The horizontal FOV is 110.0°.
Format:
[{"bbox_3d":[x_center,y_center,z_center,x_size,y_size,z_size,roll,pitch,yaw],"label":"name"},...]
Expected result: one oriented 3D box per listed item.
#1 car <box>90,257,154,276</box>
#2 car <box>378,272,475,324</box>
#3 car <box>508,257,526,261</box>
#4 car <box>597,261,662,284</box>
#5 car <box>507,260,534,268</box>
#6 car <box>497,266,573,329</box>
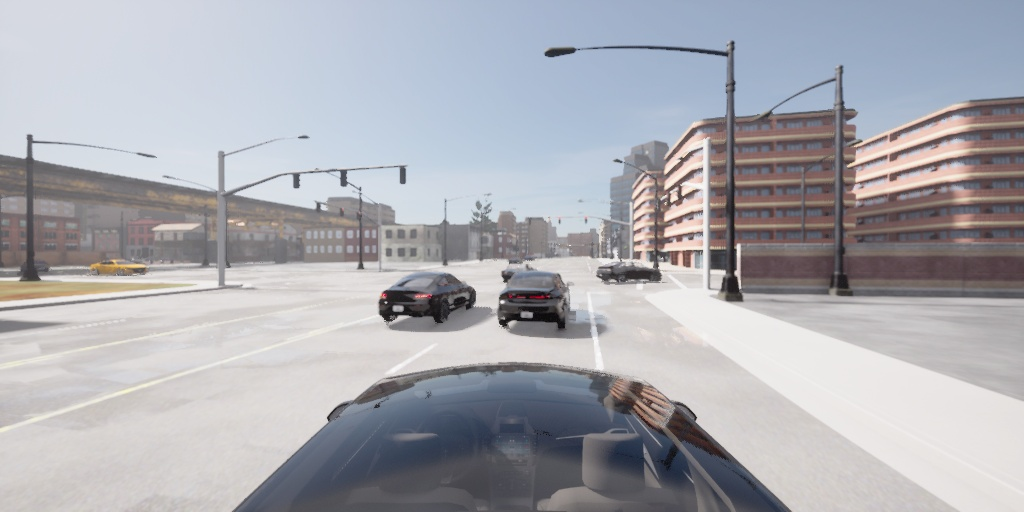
[{"bbox_3d":[-37.836,1.112,34.558,5.008,1.535,1.882,0,0,11],"label":"car"},{"bbox_3d":[-2.619,1.238,11.856,1.812,1.442,4.674,0,0,11],"label":"car"},{"bbox_3d":[0.577,0.802,61.724,1.895,1.301,4.718,0,1,12],"label":"car"},{"bbox_3d":[8.417,1.132,25.638,4.902,1.511,2.128,0,0,-21],"label":"car"},{"bbox_3d":[0.664,1.231,27.269,1.895,1.301,4.718,0,0,14],"label":"car"},{"bbox_3d":[0.831,1.217,11.257,1.837,1.490,4.892,0,0,11],"label":"car"}]
